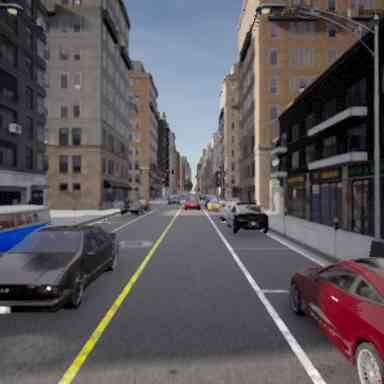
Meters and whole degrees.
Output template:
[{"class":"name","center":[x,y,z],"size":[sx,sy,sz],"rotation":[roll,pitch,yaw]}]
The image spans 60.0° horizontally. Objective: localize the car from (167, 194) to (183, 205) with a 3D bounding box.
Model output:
[{"class":"car","center":[-3.002,1.524,56.460],"size":[1.994,1.385,4.181],"rotation":[0,0,0]}]

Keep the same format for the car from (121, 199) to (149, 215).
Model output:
[{"class":"car","center":[-5.845,1.544,33.041],"size":[1.947,1.339,4.313],"rotation":[1,0,0]}]

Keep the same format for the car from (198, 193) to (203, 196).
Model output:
[{"class":"car","center":[3.004,1.495,87.720],"size":[1.947,1.339,4.313],"rotation":[1,0,1]}]

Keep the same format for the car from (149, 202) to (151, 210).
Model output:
[{"class":"car","center":[-5.844,1.518,38.713],"size":[1.887,1.381,4.507],"rotation":[1,0,0]}]

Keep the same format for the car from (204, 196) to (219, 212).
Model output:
[{"class":"car","center":[2.682,1.499,38.879],"size":[1.752,1.417,4.829],"rotation":[1,0,0]}]

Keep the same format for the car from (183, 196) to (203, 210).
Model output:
[{"class":"car","center":[0.071,1.533,42.931],"size":[1.994,1.385,4.181],"rotation":[0,0,0]}]

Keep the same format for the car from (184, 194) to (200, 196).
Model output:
[{"class":"car","center":[0.034,1.487,54.136],"size":[1.812,1.442,4.674],"rotation":[0,0,0]}]

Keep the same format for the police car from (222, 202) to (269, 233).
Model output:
[{"class":"police car","center":[3.137,1.412,19.562],"size":[1.930,1.638,5.238],"rotation":[0,0,0]}]

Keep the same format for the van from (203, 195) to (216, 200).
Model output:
[{"class":"van","center":[2.685,1.310,44.382],"size":[1.690,1.788,3.998],"rotation":[1,0,0]}]

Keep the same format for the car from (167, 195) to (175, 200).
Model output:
[{"class":"car","center":[-5.521,1.512,87.826],"size":[1.802,1.307,4.206],"rotation":[1,0,1]}]

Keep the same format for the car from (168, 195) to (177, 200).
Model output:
[{"class":"car","center":[-5.449,1.490,93.355],"size":[1.947,1.339,4.313],"rotation":[1,0,1]}]

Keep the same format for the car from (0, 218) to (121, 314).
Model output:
[{"class":"car","center":[-3.097,1.542,8.093],"size":[2.033,1.411,5.357],"rotation":[0,0,0]}]

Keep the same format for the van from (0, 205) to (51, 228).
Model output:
[{"class":"van","center":[-5.847,1.334,10.349],"size":[1.690,1.788,3.998],"rotation":[1,0,0]}]

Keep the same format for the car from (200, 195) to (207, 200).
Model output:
[{"class":"car","center":[3.076,1.468,93.250],"size":[1.887,1.381,4.507],"rotation":[1,0,1]}]

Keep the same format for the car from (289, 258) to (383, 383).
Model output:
[{"class":"car","center":[2.675,1.579,4.668],"size":[1.802,1.307,4.206],"rotation":[1,0,0]}]

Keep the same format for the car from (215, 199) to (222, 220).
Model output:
[{"class":"car","center":[3.153,1.508,26.453],"size":[1.812,1.442,4.674],"rotation":[0,0,0]}]
